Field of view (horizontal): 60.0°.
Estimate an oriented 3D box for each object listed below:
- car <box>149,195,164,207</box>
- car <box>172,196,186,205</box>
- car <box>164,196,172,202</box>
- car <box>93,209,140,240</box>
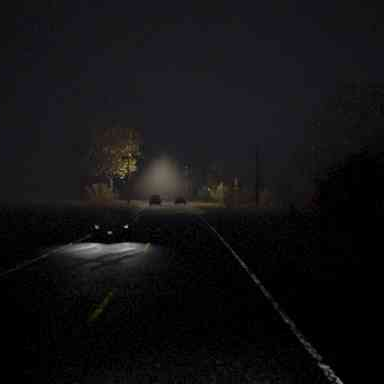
[{"bbox_3d":[-6.449,1.524,59.042,2.150,2.045,5.566,0,0,-5],"label":"car"},{"bbox_3d":[-2.376,1.668,66.315,2.097,1.767,4.553,0,0,-6],"label":"car"},{"bbox_3d":[-5.828,1.818,84.809,1.895,1.301,4.718,0,0,-8],"label":"car"},{"bbox_3d":[-3.914,1.645,17.892,1.812,1.442,4.674,0,0,-2],"label":"car"}]
